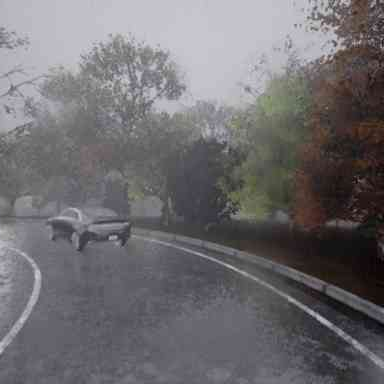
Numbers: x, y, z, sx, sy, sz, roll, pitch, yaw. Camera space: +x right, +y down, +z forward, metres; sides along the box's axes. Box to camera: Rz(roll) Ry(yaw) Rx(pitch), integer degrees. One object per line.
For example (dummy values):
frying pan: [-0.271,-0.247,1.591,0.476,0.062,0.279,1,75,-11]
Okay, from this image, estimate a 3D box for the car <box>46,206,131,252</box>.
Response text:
car: [-4.185,1.280,13.013,2.128,1.511,4.902,0,1,-40]
